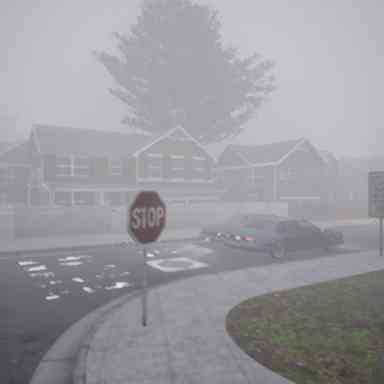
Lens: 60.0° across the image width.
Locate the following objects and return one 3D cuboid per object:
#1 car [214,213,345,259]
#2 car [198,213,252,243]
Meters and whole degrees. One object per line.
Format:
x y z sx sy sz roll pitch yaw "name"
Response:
3.765 1.720 13.337 5.357 1.411 2.033 1 0 -32 "car"
2.930 1.736 16.178 5.357 1.411 2.033 1 0 -32 "car"
